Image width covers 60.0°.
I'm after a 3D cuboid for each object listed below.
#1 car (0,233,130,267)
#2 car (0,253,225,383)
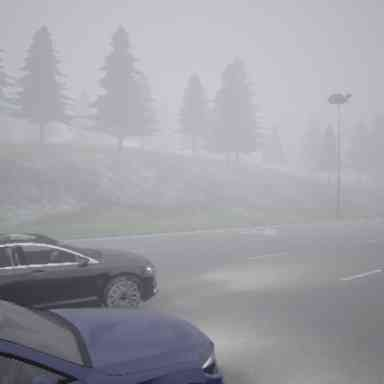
[{"bbox_3d":[-2.964,1.503,5.933,4.902,1.511,2.128,1,0,-36],"label":"car"},{"bbox_3d":[-1.869,1.522,2.413,4.674,1.442,1.812,1,0,-36],"label":"car"}]
